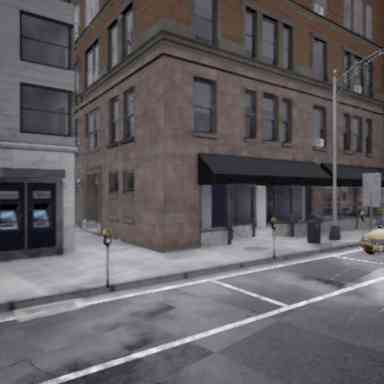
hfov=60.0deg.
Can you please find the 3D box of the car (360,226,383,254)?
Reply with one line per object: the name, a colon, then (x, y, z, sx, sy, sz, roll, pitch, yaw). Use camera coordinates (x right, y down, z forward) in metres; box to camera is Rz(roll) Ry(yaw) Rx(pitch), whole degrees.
car: (8.031, 1.514, 12.258, 4.829, 1.417, 1.752, 0, 0, -35)
